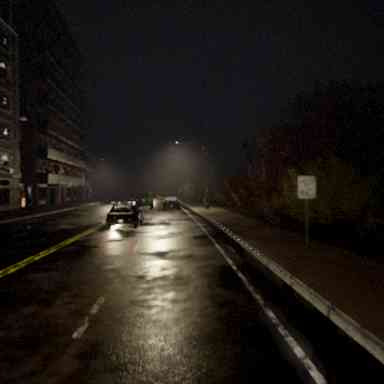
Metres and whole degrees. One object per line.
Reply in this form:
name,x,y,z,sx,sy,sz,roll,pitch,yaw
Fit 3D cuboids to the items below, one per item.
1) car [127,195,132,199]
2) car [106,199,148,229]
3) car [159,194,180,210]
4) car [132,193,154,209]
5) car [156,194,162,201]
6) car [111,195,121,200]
car,-13.057,1.315,72.328,2.128,1.511,4.902,0,0,-8
car,-4.277,1.440,21.527,2.128,1.511,4.902,0,0,-4
car,-2.521,1.353,39.904,2.128,1.511,4.902,0,0,-5
car,-6.034,1.098,42.515,2.150,2.045,5.566,0,0,-6
car,-7.155,1.206,76.662,1.882,1.535,5.008,0,0,-9
car,-16.267,1.360,71.822,2.033,1.411,5.357,0,0,-8
